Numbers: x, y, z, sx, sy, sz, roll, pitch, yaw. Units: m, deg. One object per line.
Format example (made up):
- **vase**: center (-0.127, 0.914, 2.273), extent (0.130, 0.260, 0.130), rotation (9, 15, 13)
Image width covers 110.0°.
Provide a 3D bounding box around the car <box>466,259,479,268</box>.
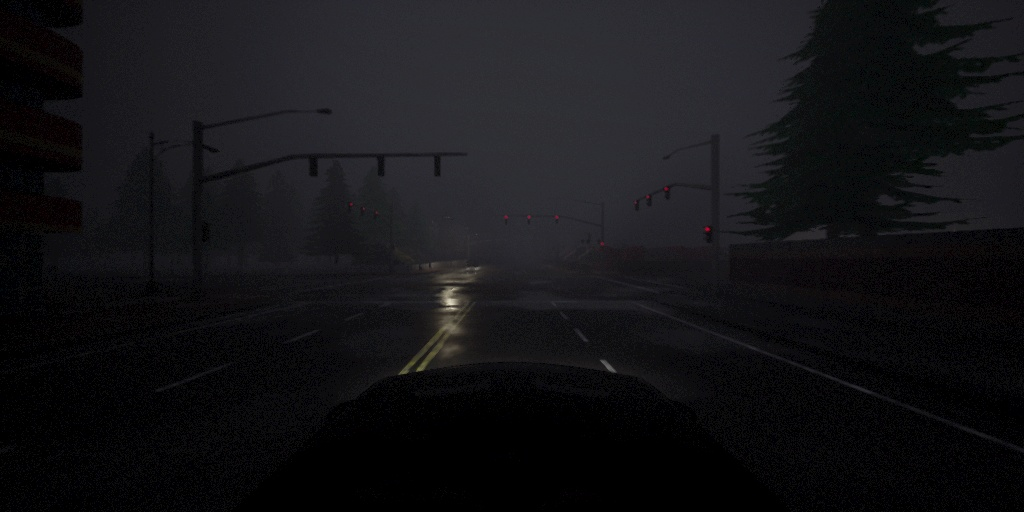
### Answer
- **car**: center (-6.998, 1.363, 63.887), extent (1.837, 1.490, 4.892), rotation (0, 1, 0)
